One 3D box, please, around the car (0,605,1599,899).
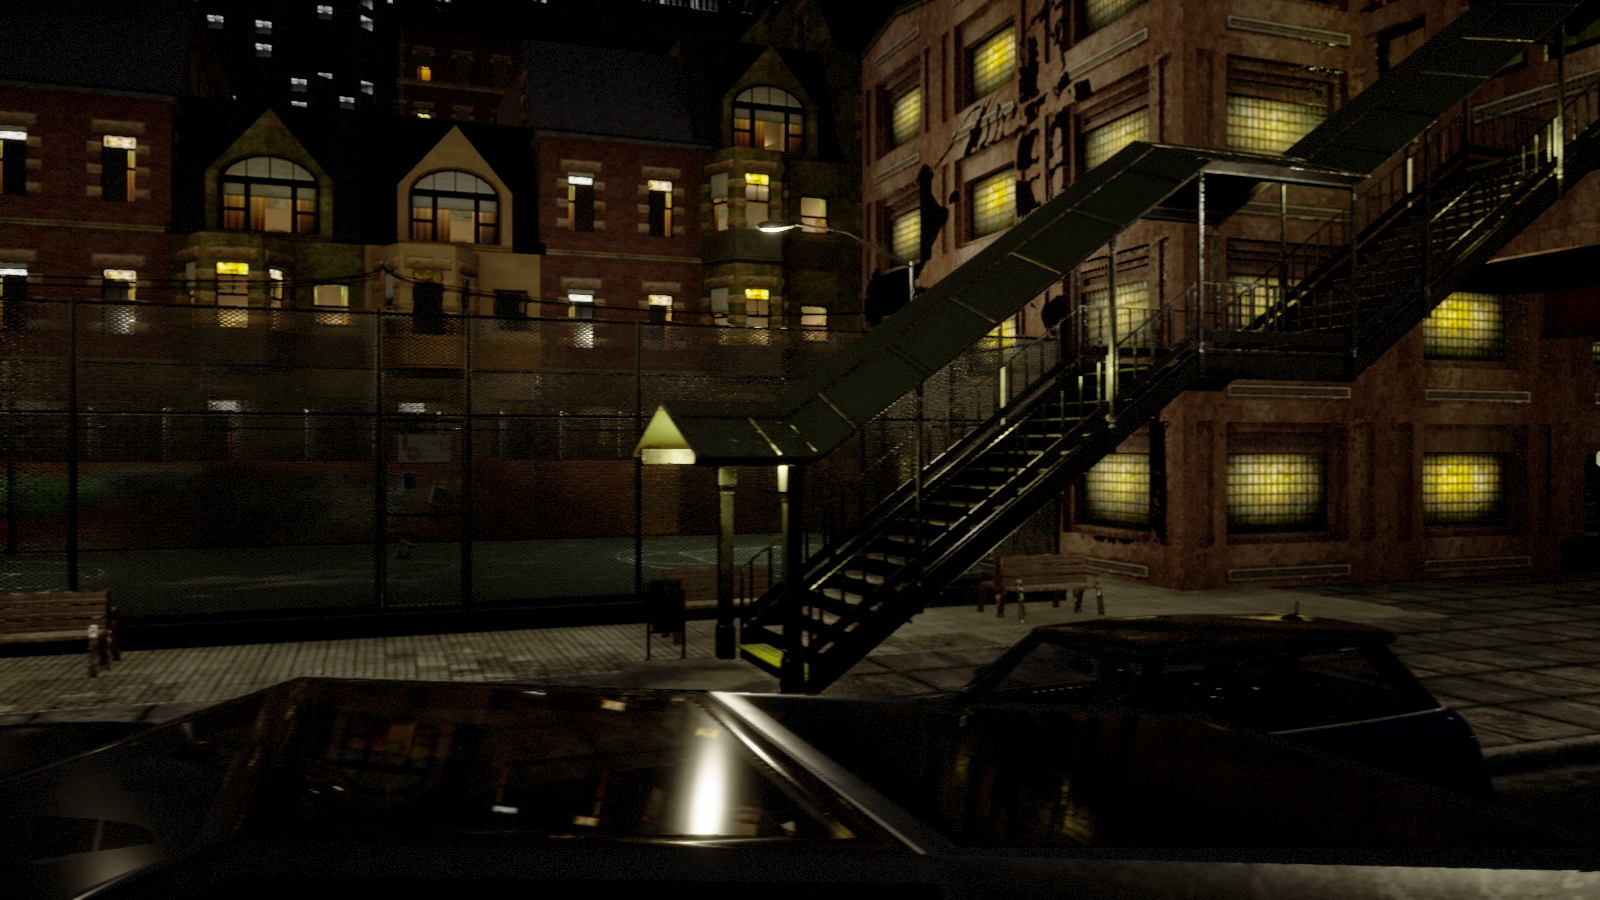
[{"bbox_3d":[-0.857,1.752,2.975,6.274,2.098,2.390,0,0,-20],"label":"car"}]
